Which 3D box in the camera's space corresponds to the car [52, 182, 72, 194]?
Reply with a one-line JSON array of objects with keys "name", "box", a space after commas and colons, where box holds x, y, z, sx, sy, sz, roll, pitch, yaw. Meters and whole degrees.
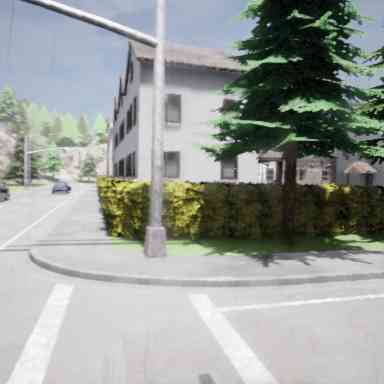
[{"name": "car", "box": [-15.720, -0.526, 40.247, 2.033, 1.411, 5.357, 1, 2, -15]}]

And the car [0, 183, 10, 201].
[{"name": "car", "box": [-15.570, 0.015, 25.784, 2.128, 1.511, 4.902, 1, 2, -15]}]
